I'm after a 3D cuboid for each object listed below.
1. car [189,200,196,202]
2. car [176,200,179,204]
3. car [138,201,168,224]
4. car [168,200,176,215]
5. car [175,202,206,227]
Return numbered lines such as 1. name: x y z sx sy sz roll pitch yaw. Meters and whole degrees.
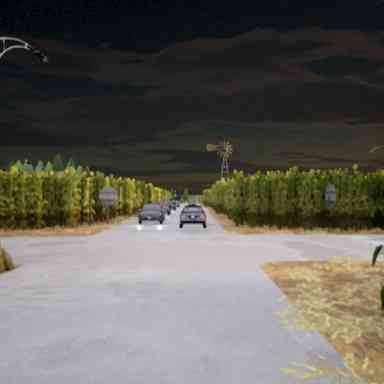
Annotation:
1. car: 0.027 2.403 69.388 2.033 1.411 5.357 0 -1 0
2. car: -3.238 1.895 46.568 1.994 1.385 4.181 0 -1 0
3. car: -3.183 1.689 26.850 1.837 1.490 4.892 0 -1 -1
4. car: -3.235 1.721 36.486 2.128 1.511 4.902 0 0 0
5. car: 0.065 1.695 24.015 2.033 1.411 5.357 0 -1 0
